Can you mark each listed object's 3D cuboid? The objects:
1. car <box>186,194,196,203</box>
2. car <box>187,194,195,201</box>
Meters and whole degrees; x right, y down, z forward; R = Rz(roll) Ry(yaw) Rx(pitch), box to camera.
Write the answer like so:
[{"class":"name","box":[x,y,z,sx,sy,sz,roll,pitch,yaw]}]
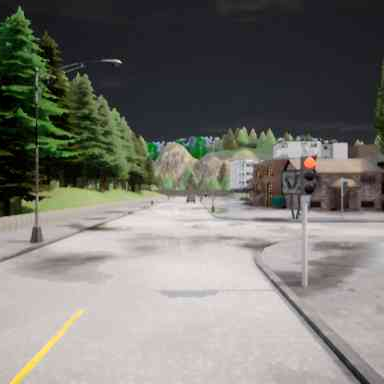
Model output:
[{"class":"car","box":[-0.196,1.499,67.901,2.128,1.511,4.902,0,0,0]},{"class":"car","box":[-0.226,1.341,78.321,1.837,1.490,4.892,0,0,0]}]
